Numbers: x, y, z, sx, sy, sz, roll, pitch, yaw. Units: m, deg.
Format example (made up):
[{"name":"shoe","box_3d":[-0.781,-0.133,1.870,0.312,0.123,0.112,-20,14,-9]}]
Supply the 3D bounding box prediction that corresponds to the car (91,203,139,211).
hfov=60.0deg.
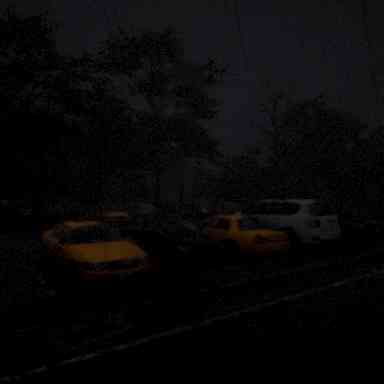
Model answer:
[{"name":"car","box_3d":[-6.004,1.543,23.558,1.946,1.575,5.366,0,0,-35]}]

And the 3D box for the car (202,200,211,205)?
[{"name":"car","box_3d":[0.560,1.461,28.455,2.185,1.767,4.553,0,0,-35]}]

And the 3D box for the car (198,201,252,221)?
[{"name":"car","box_3d":[2.845,1.600,30.023,2.097,1.535,5.008,0,0,-35]}]

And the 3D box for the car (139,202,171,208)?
[{"name":"car","box_3d":[-3.846,1.600,25.305,2.002,1.452,4.674,0,0,-35]}]

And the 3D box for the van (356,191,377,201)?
[{"name":"van","box_3d":[24.899,0.725,45.759,1.878,1.987,4.442,0,1,-35]}]

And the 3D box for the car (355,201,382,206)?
[{"name":"car","box_3d":[14.469,1.611,26.480,4.718,1.301,1.895,-3,2,-17]}]

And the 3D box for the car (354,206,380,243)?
[{"name":"car","box_3d":[5.948,1.578,16.218,2.097,1.535,5.008,0,0,-35]}]

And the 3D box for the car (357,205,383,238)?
[{"name":"car","box_3d":[8.237,1.621,17.790,2.163,1.488,4.792,0,0,-35]}]

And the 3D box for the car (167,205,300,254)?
[{"name":"car","box_3d":[1.308,1.547,13.164,1.946,1.575,5.366,0,0,-35]}]

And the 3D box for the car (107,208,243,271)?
[{"name":"car","box_3d":[-0.857,1.538,11.417,2.231,1.521,4.892,0,0,-35]}]

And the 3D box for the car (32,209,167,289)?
[{"name":"car","box_3d":[-3.014,1.520,9.660,1.946,1.575,5.366,0,0,-35]}]

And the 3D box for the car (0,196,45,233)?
[{"name":"car","box_3d":[-10.652,1.267,20.540,2.435,2.045,5.566,0,0,-35]}]

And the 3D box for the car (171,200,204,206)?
[{"name":"car","box_3d":[-1.567,1.603,26.880,2.163,1.488,4.792,0,0,-35]}]

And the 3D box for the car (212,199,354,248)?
[{"name":"car","box_3d":[3.668,1.313,14.637,2.435,2.045,5.566,0,0,-35]}]
